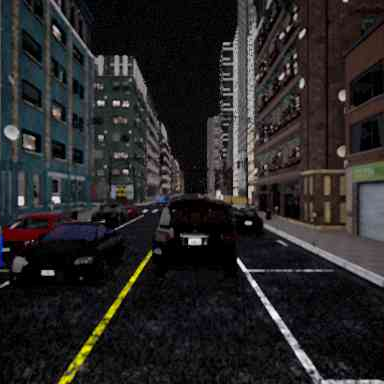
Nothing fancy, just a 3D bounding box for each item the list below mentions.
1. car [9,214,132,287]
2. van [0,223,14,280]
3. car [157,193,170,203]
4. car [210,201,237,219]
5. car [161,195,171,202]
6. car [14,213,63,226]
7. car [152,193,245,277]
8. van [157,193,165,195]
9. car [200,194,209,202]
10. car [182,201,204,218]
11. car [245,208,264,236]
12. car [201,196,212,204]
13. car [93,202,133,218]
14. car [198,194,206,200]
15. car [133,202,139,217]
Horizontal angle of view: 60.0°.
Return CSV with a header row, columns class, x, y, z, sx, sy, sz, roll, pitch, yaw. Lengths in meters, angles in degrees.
class,x,y,z,sx,sy,sz,roll,pitch,yaw
car,-3.102,1.539,9.135,1.994,1.385,4.181,0,0,0
van,-5.683,1.322,6.910,1.690,1.788,3.998,0,0,0
car,-5.697,1.160,66.926,2.192,1.841,5.009,0,0,0
car,2.691,1.491,28.994,1.947,1.339,4.313,0,0,0
car,-5.700,1.379,72.455,1.887,1.381,4.507,0,0,0
car,-5.686,1.511,12.434,1.887,1.381,4.507,0,0,0
car,0.081,1.197,10.267,2.150,2.045,5.566,0,1,0
van,-5.696,1.197,61.398,1.690,1.788,3.998,0,0,0
car,2.682,1.275,72.455,1.967,1.590,4.097,0,0,0
car,0.089,1.522,30.558,1.895,1.301,4.718,0,0,0
car,2.694,1.518,17.947,1.947,1.339,4.313,0,0,0
car,2.684,1.438,61.399,1.802,1.307,4.206,0,0,0
car,-5.688,1.504,23.481,1.947,1.339,4.313,0,0,0
car,2.678,1.246,89.038,1.967,1.590,4.097,0,0,0
car,-5.690,1.507,29.004,1.802,1.307,4.206,0,0,0
